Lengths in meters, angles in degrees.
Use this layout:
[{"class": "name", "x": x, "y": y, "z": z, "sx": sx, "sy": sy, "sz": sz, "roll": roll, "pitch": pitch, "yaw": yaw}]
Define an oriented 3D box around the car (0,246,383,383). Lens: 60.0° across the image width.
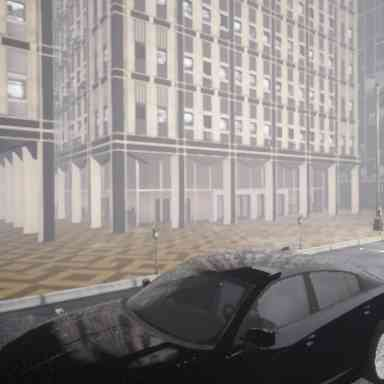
[{"class": "car", "x": 0.532, "y": 1.460, "z": 3.758, "sx": 5.008, "sy": 1.535, "sz": 1.882, "roll": 0, "pitch": 0, "yaw": -35}]
